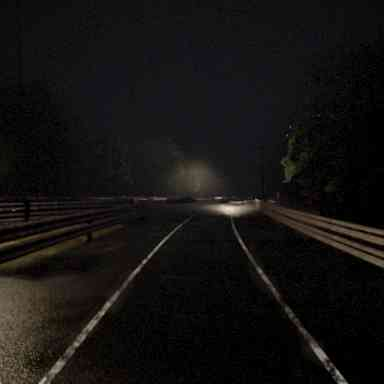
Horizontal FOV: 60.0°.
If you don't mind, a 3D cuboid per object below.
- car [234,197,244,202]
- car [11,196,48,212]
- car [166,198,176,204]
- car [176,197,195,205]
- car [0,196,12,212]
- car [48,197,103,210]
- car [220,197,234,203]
[{"bbox_3d":[13.394,2.081,93.068,1.837,1.490,4.892,0,-1,19],"label":"car"},{"bbox_3d":[-12.809,1.232,29.587,2.033,1.411,5.357,0,-1,20],"label":"car"},{"bbox_3d":[-3.461,1.754,66.353,1.895,1.301,4.718,0,-1,19],"label":"car"},{"bbox_3d":[-0.845,1.619,63.251,1.882,1.535,5.008,0,-1,19],"label":"car"},{"bbox_3d":[-16.088,1.179,30.829,1.837,1.490,4.892,0,-1,20],"label":"car"},{"bbox_3d":[-9.528,1.200,28.385,1.837,1.490,4.892,0,-1,20],"label":"car"},{"bbox_3d":[7.774,1.912,77.156,1.994,1.385,4.181,0,-1,19],"label":"car"}]
